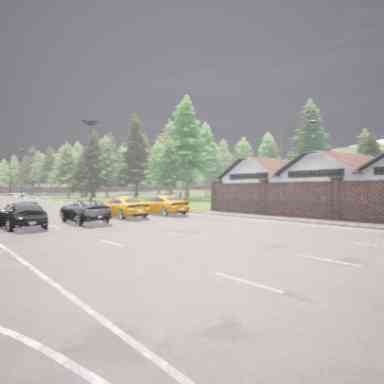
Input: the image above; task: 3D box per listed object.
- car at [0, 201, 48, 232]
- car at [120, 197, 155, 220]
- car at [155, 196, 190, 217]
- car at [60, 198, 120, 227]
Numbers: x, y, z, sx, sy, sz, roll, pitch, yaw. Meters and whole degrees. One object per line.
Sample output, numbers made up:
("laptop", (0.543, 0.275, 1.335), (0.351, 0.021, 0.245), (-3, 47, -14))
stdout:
("car", (-9.500, 1.289, 18.558), (1.837, 1.490, 4.892), (-1, 1, -39))
("car", (-4.983, 1.117, 24.117), (1.882, 1.535, 5.008), (-1, 1, -39))
("car", (-2.248, 1.049, 26.299), (1.882, 1.535, 5.008), (-1, 1, -39))
("car", (-6.703, 1.209, 20.662), (2.128, 1.511, 4.902), (-1, 1, -39))
